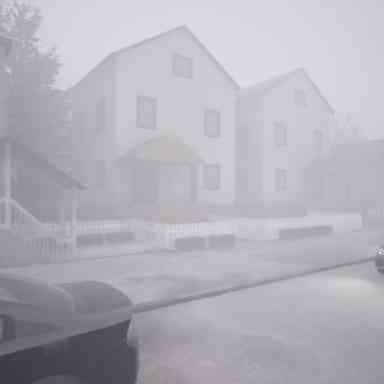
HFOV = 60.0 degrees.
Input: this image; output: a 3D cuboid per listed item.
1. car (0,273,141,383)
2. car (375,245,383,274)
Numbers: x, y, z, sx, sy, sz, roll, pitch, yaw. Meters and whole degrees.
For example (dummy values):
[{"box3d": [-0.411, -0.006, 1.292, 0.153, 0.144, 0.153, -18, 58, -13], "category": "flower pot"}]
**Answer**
[{"box3d": [-2.862, 1.471, 2.559, 5.008, 1.535, 1.882, 1, 0, -35], "category": "car"}, {"box3d": [7.163, 1.610, 9.589, 4.674, 1.442, 1.812, 1, 0, -35], "category": "car"}]
